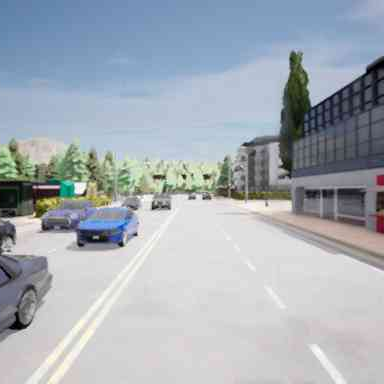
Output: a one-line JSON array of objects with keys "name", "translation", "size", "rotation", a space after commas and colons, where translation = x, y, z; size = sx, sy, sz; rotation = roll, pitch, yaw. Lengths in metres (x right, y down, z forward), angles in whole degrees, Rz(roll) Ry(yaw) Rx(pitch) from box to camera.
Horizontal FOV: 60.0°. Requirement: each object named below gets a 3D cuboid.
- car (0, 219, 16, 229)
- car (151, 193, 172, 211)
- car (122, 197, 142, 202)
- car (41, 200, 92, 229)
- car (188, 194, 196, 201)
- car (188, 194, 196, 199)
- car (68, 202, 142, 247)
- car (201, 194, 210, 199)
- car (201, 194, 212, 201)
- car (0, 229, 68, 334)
[{"name": "car", "translation": [-7.092, 1.453, 9.792], "size": [2.128, 1.511, 4.902], "rotation": [0, 0, 0]}, {"name": "car", "translation": [-3.496, 1.159, 39.011], "size": [2.150, 2.045, 5.566], "rotation": [0, 0, 0]}, {"name": "car", "translation": [-6.996, 1.408, 39.042], "size": [1.837, 1.490, 4.892], "rotation": [0, 0, 0]}, {"name": "car", "translation": [-7.055, 1.275, 19.673], "size": [2.097, 1.767, 4.553], "rotation": [0, 0, 0]}, {"name": "car", "translation": [0.009, 1.226, 76.765], "size": [2.128, 1.511, 4.902], "rotation": [0, 0, 0]}, {"name": "car", "translation": [0.011, 1.188, 86.843], "size": [1.895, 1.301, 4.718], "rotation": [0, 0, 0]}, {"name": "car", "translation": [-3.579, 1.419, 14.921], "size": [1.882, 1.535, 5.008], "rotation": [0, 0, 0]}, {"name": "car", "translation": [3.511, 1.130, 86.769], "size": [2.033, 1.411, 5.357], "rotation": [0, 0, 0]}, {"name": "car", "translation": [3.509, 1.202, 76.380], "size": [1.837, 1.490, 4.892], "rotation": [0, 0, 0]}, {"name": "car", "translation": [-3.599, 1.531, 4.159], "size": [2.033, 1.411, 5.357], "rotation": [0, 0, 0]}]
